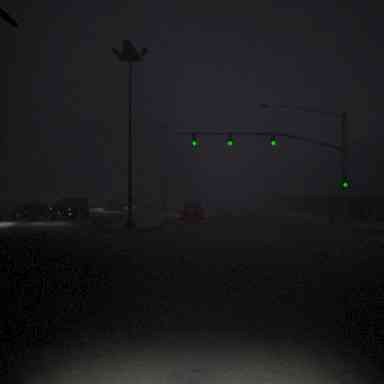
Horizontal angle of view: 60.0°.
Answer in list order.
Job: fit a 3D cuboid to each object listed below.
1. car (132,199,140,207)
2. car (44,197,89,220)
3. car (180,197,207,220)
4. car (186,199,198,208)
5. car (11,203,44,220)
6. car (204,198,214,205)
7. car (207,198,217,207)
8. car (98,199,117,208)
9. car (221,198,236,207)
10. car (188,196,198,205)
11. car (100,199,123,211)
[{"bbox_3d":[-11.397,2.105,65.481,2.128,1.511,4.902,0,0,0],"label":"car"},{"bbox_3d":[-11.593,1.515,31.812,2.150,2.045,5.566,0,-1,1],"label":"car"},{"bbox_3d":[0.001,1.640,31.297,2.097,1.767,4.553,0,-1,0],"label":"car"},{"bbox_3d":[0.085,2.061,62.200,2.128,1.511,4.902,0,-1,0],"label":"car"},{"bbox_3d":[-15.086,1.780,31.294,2.128,1.511,4.902,0,-1,0],"label":"car"},{"bbox_3d":[3.653,2.036,72.596,2.128,1.511,4.902,0,-1,0],"label":"car"},{"bbox_3d":[3.585,2.171,62.289,1.895,1.301,4.718,0,-1,0],"label":"car"},{"bbox_3d":[-14.962,2.036,59.274,2.128,1.511,4.902,0,-1,1],"label":"car"},{"bbox_3d":[7.088,1.925,62.625,2.097,1.767,4.553,0,-1,0],"label":"car"},{"bbox_3d":[0.153,1.866,72.589,2.097,1.767,4.553,0,-1,0],"label":"car"},{"bbox_3d":[-11.538,1.799,48.718,2.097,1.767,4.553,0,0,1],"label":"car"}]
